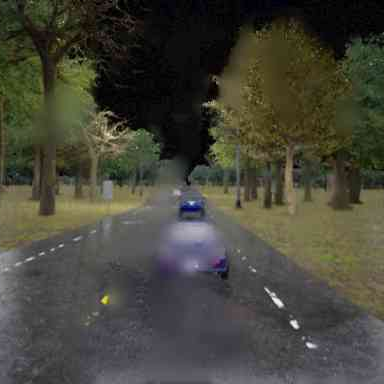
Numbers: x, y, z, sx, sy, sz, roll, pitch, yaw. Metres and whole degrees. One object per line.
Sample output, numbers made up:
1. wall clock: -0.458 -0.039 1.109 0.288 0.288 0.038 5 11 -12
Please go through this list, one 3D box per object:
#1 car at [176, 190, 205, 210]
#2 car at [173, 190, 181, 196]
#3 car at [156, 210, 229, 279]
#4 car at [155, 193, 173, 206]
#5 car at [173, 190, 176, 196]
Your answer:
1. car: -0.019 1.015 29.489 2.150 2.045 5.566 0 0 0
2. car: -3.798 0.207 84.313 1.837 1.490 4.892 0 1 0
3. car: 0.027 1.475 9.798 1.812 1.442 4.674 0 1 0
4. car: -3.896 1.066 45.343 1.882 1.535 5.008 0 1 -2
5. car: -3.632 0.364 76.805 1.812 1.442 4.674 0 1 -2
